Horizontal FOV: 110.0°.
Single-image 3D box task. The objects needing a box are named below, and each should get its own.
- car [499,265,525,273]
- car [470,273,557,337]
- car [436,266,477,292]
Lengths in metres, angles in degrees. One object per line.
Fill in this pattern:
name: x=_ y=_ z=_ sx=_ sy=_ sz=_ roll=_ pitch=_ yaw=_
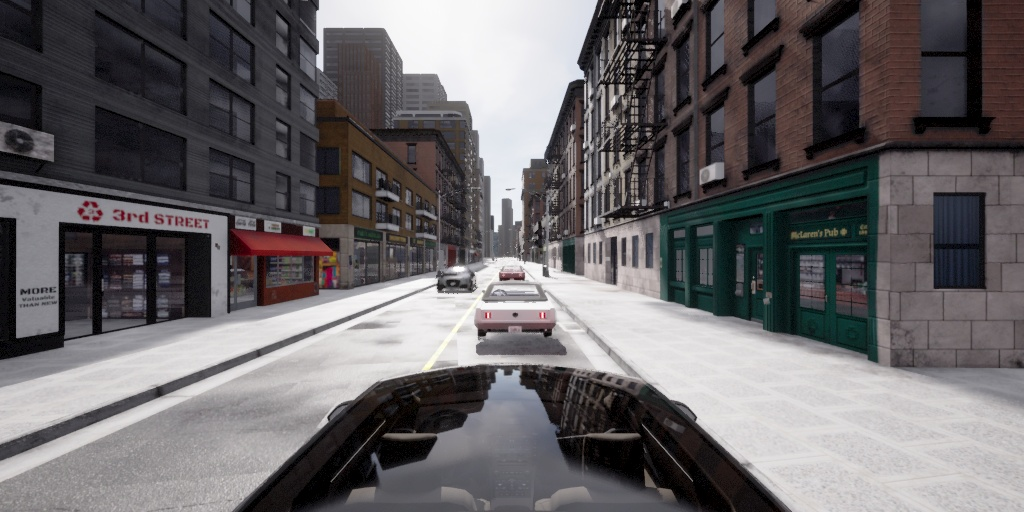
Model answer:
car: x=-0.006 y=1.347 z=27.047 sx=1.895 sy=1.301 sz=4.718 roll=0 pitch=0 yaw=0
car: x=0.064 y=1.350 z=10.230 sx=1.895 sy=1.301 sz=4.718 roll=0 pitch=0 yaw=0
car: x=-3.183 y=1.312 z=21.313 sx=1.994 sy=1.385 sz=4.181 roll=0 pitch=0 yaw=0
